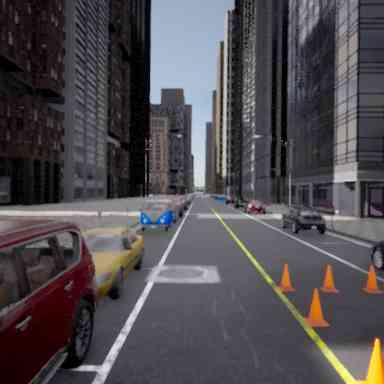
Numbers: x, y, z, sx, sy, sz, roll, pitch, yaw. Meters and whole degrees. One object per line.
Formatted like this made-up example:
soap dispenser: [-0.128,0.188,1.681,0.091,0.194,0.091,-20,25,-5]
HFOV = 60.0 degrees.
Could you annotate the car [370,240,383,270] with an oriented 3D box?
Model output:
car: [6.260,1.628,8.466,2.008,1.369,4.403,0,0,1]

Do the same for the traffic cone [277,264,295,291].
traffic cone: [2.207,1.985,7.817,0.340,0.580,0.340,1,0,1]

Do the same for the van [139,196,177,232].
van: [-2.031,1.330,19.912,1.690,1.788,3.998,0,0,1]

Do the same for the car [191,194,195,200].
car: [-1.000,1.606,70.668,2.008,1.369,4.403,0,0,1]

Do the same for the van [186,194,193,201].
van: [-0.654,1.418,87.587,1.690,1.788,3.998,0,0,1]

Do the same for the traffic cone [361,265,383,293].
traffic cone: [4.206,2.008,7.776,0.340,0.580,0.340,1,0,1]

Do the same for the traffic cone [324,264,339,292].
traffic cone: [3.206,1.997,7.796,0.340,0.580,0.340,1,0,1]

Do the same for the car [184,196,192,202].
car: [-0.889,1.587,76.137,1.752,1.417,4.829,0,0,1]

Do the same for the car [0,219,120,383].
car: [-2.375,1.289,2.993,2.192,1.841,5.009,0,0,1]

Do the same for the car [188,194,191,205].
car: [-1.572,1.332,42.470,2.192,1.841,5.009,0,0,1]

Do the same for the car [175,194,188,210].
car: [-1.802,1.317,31.191,2.192,1.841,5.009,0,0,1]

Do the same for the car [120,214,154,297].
car: [-2.266,1.503,8.463,1.752,1.417,4.829,0,0,1]

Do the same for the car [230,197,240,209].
car: [7.063,1.690,47.941,1.947,1.339,4.313,0,0,1]

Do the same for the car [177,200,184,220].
car: [-1.919,1.546,25.551,2.008,1.369,4.403,0,0,1]

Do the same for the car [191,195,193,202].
car: [-1.230,1.606,59.389,1.947,1.339,4.313,0,0,1]

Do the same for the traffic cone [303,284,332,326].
traffic cone: [2.166,1.984,5.817,0.340,0.580,0.340,1,0,1]

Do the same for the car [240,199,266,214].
car: [6.835,1.549,36.662,1.967,1.590,4.097,0,0,1]

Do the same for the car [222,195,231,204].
car: [7.408,1.691,64.859,1.887,1.381,4.507,0,0,1]

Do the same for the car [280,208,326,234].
car: [6.490,1.639,19.745,2.008,1.369,4.403,0,0,1]

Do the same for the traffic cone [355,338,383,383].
traffic cone: [2.125,1.982,3.817,0.340,0.580,0.340,1,0,1]

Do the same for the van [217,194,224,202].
van: [7.754,1.510,81.778,1.690,1.788,3.998,0,0,1]
